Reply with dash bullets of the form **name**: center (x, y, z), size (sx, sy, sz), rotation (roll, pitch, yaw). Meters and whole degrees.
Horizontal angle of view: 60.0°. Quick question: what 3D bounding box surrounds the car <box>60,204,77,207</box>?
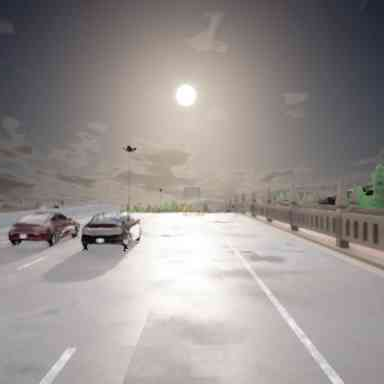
- **car**: center (-17.572, 2.457, 49.705), size (1.994, 1.385, 4.181), rotation (0, -4, 0)

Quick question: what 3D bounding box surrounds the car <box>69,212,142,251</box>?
- **car**: center (-3.402, 1.610, 14.754), size (2.128, 1.511, 4.902), rotation (0, 0, 0)

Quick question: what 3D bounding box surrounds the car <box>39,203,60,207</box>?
- **car**: center (-21.071, 2.358, 49.328), size (2.128, 1.511, 4.902), rotation (0, -4, 0)

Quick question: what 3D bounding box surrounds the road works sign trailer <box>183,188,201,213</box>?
- **road works sign trailer**: center (0.003, 1.124, 46.080), size (2.380, 3.560, 2.880), rotation (0, -3, 2)

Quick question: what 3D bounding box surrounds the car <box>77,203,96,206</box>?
- **car**: center (-14.084, 2.263, 46.774), size (1.994, 1.385, 4.181), rotation (0, -3, 0)

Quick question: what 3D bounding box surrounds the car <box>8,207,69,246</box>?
- **car**: center (-6.902, 1.653, 15.911), size (1.812, 1.442, 4.674), rotation (0, 0, 0)
